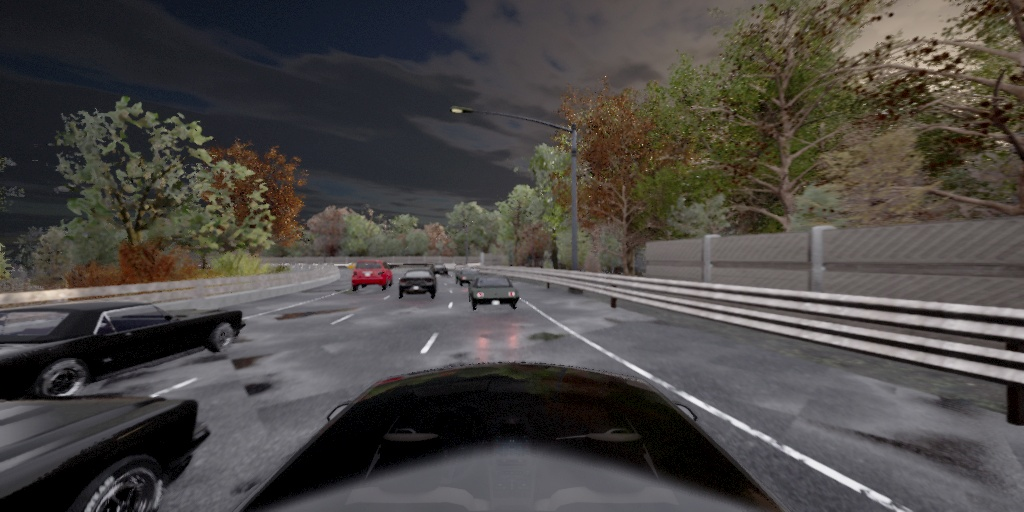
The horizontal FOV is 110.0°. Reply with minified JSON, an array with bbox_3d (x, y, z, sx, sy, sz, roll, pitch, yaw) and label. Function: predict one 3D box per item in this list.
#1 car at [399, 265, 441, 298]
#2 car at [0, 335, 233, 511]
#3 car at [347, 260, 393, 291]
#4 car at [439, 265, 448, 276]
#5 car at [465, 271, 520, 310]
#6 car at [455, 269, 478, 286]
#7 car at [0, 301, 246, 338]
[{"bbox_3d":[-5.286,1.497,20.633,1.882,1.535,5.008,0,-1,-10],"label":"car"},{"bbox_3d":[-3.505,1.357,0.871,1.895,1.301,4.718,0,-1,1],"label":"car"},{"bbox_3d":[-9.817,1.325,25.493,2.150,2.045,5.566,0,-1,-13],"label":"car"},{"bbox_3d":[-9.653,1.854,46.688,1.882,1.535,5.008,0,-1,-23],"label":"car"},{"bbox_3d":[-0.958,1.539,15.977,1.895,1.301,4.718,0,-1,-9],"label":"car"},{"bbox_3d":[-3.574,1.724,29.372,1.895,1.301,4.718,0,-1,-14],"label":"car"},{"bbox_3d":[-7.118,1.444,6.273,1.895,1.301,4.718,0,-1,-2],"label":"car"}]
